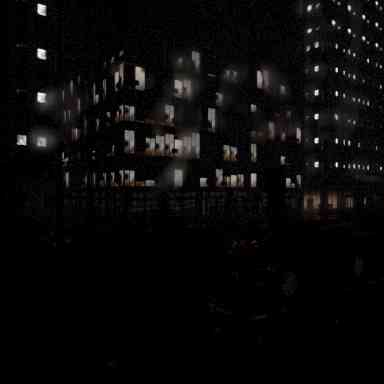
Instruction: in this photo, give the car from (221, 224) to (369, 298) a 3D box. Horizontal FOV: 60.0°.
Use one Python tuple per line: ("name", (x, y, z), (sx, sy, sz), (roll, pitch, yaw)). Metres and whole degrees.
("car", (2.760, 1.545, 8.516), (4.507, 1.381, 1.887), (0, 0, -35))
